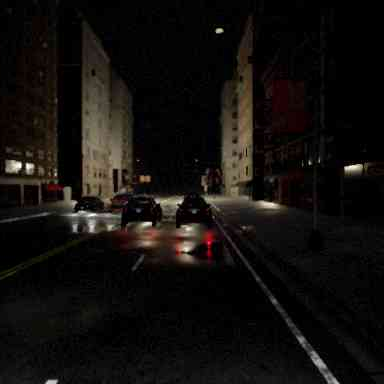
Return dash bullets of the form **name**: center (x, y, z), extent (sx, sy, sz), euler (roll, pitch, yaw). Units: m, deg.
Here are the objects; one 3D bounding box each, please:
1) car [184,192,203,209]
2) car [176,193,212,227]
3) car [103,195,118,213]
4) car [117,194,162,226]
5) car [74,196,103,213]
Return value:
- **car**: center (0.139, 0.919, 38.557), extent (2.097, 1.767, 4.553), euler (0, 1, 0)
- **car**: center (0.121, 1.113, 20.725), extent (2.097, 1.767, 4.553), euler (0, 1, 0)
- **car**: center (-6.570, 0.993, 31.503), extent (2.097, 1.767, 4.553), euler (0, 1, 0)
- **car**: center (-3.130, 1.104, 21.558), extent (2.097, 1.767, 4.553), euler (0, 1, 0)
- **car**: center (-9.818, 1.140, 32.095), extent (1.837, 1.490, 4.892), euler (0, 1, 0)
